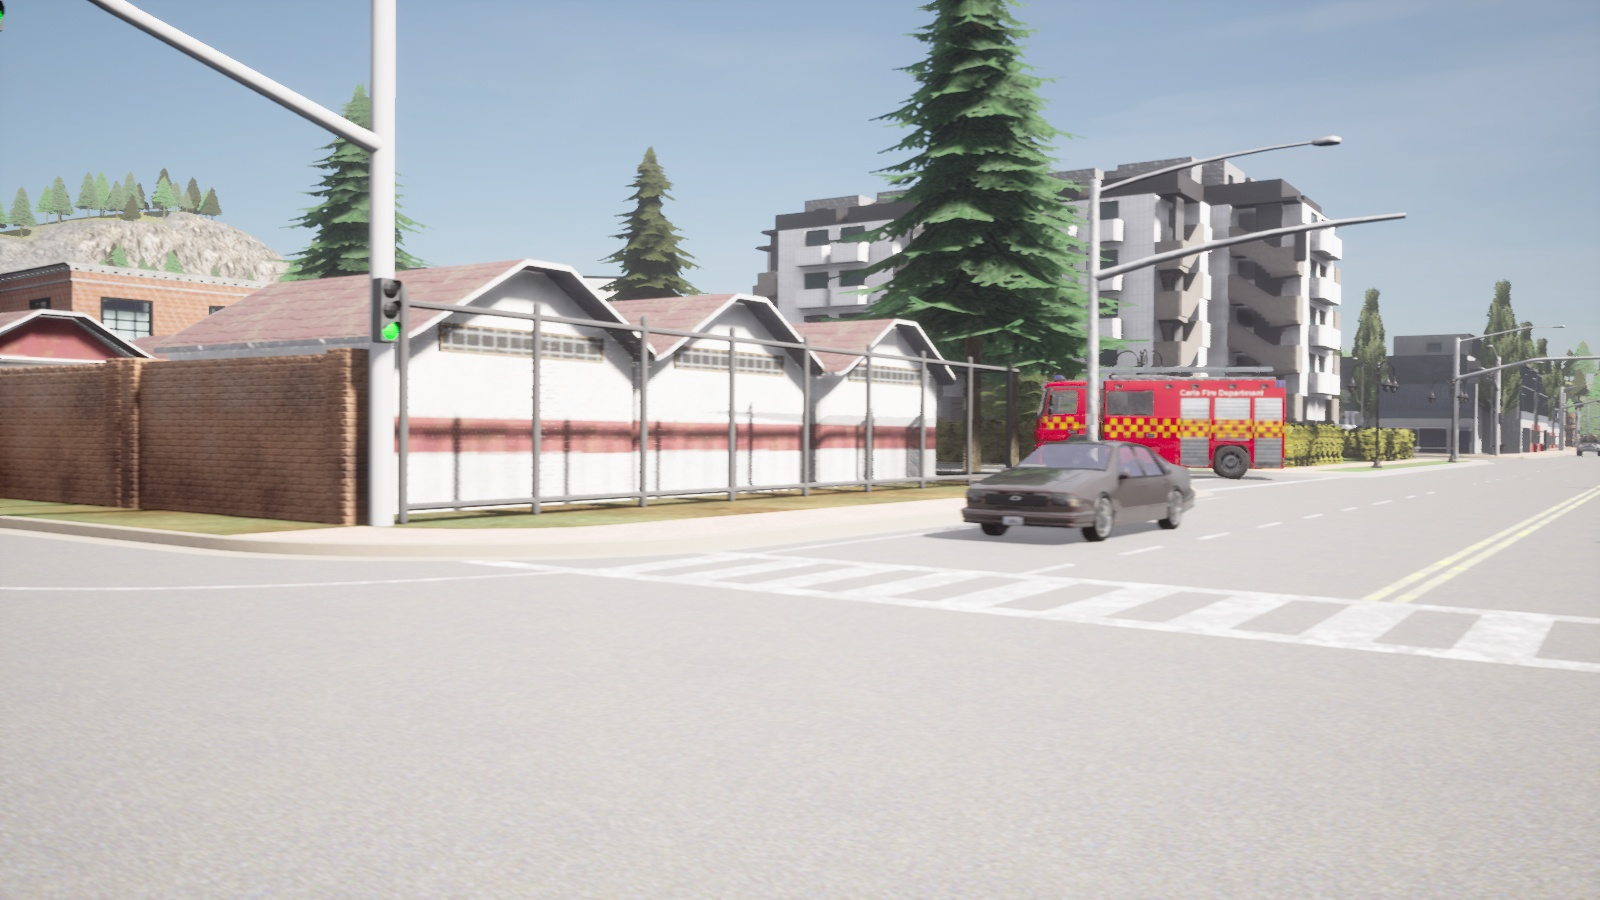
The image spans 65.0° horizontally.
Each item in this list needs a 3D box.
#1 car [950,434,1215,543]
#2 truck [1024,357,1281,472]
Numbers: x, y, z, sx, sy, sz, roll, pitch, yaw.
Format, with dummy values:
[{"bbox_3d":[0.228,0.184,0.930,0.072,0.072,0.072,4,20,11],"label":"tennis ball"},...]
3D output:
[{"bbox_3d":[4.488,0.476,19.223,2.033,1.411,5.357,0,1,35],"label":"car"},{"bbox_3d":[12.366,-1.192,44.434,8.468,3.827,2.891,0,1,16],"label":"truck"}]
